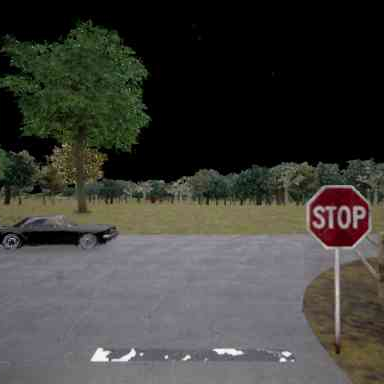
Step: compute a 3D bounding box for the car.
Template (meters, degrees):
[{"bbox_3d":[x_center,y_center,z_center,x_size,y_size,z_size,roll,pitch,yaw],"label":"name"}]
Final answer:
[{"bbox_3d":[-5.441,1.600,13.430,4.718,1.301,1.895,0,-1,0],"label":"car"}]
